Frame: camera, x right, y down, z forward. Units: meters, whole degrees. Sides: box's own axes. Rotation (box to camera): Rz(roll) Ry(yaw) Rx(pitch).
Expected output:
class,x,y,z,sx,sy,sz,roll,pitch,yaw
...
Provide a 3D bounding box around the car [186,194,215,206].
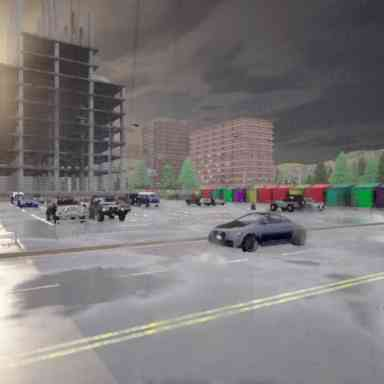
class,x,y,z,sx,sy,sz,roll,pitch,yaw
car,0.907,1.153,50.104,1.932,1.855,4.605,0,0,-32

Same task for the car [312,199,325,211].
class,x,y,z,sx,sy,sz,roll,pitch,yaw
car,12.661,1.395,36.773,1.970,1.475,3.806,0,0,-32

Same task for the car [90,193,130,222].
class,x,y,z,sx,sy,sz,roll,pitch,yaw
car,-6.431,1.156,24.831,1.905,1.878,3.866,0,0,-32

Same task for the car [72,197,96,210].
class,x,y,z,sx,sy,sz,roll,pitch,yaw
car,-13.381,1.395,41.083,1.970,1.475,3.806,0,0,-32

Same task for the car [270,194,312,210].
class,x,y,z,sx,sy,sz,roll,pitch,yaw
car,10.199,1.156,35.250,1.905,1.878,3.866,0,0,-32

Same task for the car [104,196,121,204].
class,x,y,z,sx,sy,sz,roll,pitch,yaw
car,-14.024,1.364,58.481,1.784,1.438,3.905,0,0,-32

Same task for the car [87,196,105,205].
class,x,y,z,sx,sy,sz,roll,pitch,yaw
car,-16.481,1.395,56.949,1.970,1.475,3.806,0,0,-32

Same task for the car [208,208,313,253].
class,x,y,z,sx,sy,sz,roll,pitch,yaw
car,2.752,1.563,13.752,4.181,1.385,1.994,0,0,-31

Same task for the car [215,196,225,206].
class,x,y,z,sx,sy,sz,roll,pitch,yaw
car,3.399,1.364,51.582,1.784,1.438,3.905,0,0,-32

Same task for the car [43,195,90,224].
class,x,y,z,sx,sy,sz,roll,pitch,yaw
car,-8.915,1.153,23.345,1.932,1.855,4.605,0,0,-32

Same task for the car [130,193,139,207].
class,x,y,z,sx,sy,sz,roll,pitch,yaw
car,-11.774,1.153,59.944,1.932,1.855,4.605,0,0,-32
